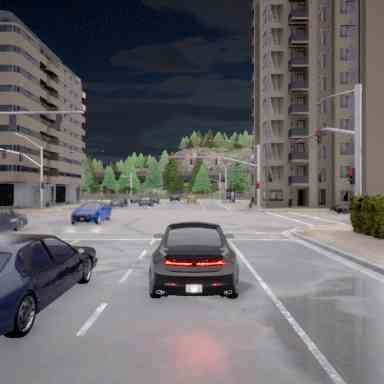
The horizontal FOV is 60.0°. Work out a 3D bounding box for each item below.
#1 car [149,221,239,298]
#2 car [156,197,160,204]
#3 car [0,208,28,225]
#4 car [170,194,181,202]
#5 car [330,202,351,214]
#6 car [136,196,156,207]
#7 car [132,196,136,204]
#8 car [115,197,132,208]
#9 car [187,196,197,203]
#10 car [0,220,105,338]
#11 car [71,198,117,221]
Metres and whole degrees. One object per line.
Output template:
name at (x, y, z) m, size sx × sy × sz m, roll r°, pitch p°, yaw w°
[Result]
car at (0.050, 1.505, 8.466) m, size 1.837 × 1.490 × 4.892 m, roll 0°, pitch 0°, yaw 0°
car at (-7.164, 1.564, 62.103) m, size 1.994 × 1.385 × 4.181 m, roll 0°, pitch 0°, yaw 0°
car at (-10.628, 1.547, 17.478) m, size 2.033 × 1.411 × 5.357 m, roll 0°, pitch 0°, yaw 0°
car at (-3.618, 1.194, 72.924) m, size 2.097 × 1.767 × 4.553 m, roll 0°, pitch 0°, yaw 0°
car at (17.290, 1.547, 34.599) m, size 5.357 × 1.411 × 2.033 m, roll 0°, pitch 0°, yaw 0°
car at (-7.176, 1.526, 52.003) m, size 1.812 × 1.442 × 4.674 m, roll 0°, pitch 0°, yaw -1°
car at (-10.646, 1.505, 63.504) m, size 1.837 × 1.490 × 4.892 m, roll 0°, pitch 0°, yaw 0°
car at (-10.675, 1.491, 49.038) m, size 2.128 × 1.511 × 4.902 m, roll 0°, pitch 0°, yaw 0°
car at (-0.031, 1.477, 70.020) m, size 1.882 × 1.535 × 5.008 m, roll 0°, pitch 0°, yaw 0°
car at (-3.460, 1.547, 6.537) m, size 2.033 × 1.411 × 5.357 m, roll 0°, pitch 0°, yaw 0°
car at (-7.139, 1.477, 24.026) m, size 1.882 × 1.535 × 5.008 m, roll 0°, pitch 0°, yaw 0°
